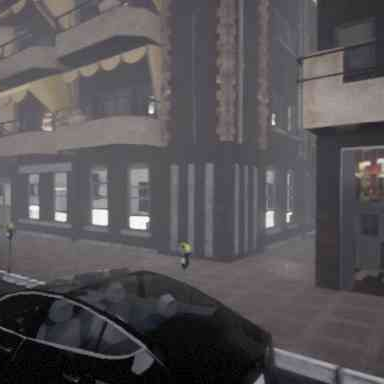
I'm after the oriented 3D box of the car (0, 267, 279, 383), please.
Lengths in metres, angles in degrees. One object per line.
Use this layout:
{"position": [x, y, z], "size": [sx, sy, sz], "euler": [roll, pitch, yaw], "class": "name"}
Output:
{"position": [-1.213, 1.564, 3.736], "size": [4.313, 1.339, 1.947], "euler": [0, 0, 35], "class": "car"}
